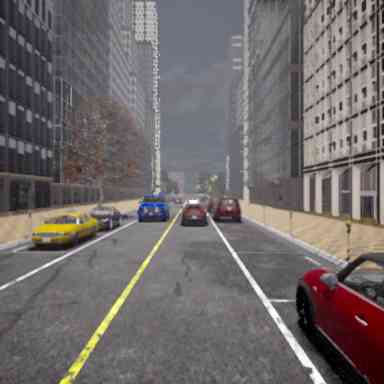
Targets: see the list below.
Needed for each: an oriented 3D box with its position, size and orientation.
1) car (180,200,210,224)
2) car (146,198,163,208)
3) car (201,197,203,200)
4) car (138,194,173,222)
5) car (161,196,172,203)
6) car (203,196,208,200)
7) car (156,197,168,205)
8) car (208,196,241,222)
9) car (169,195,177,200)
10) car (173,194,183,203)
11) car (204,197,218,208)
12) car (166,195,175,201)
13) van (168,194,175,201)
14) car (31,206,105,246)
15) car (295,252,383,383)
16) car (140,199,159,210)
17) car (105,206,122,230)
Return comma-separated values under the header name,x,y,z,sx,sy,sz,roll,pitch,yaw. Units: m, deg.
name,x,y,z,sx,sy,sz,roll,pitch,yaw
car,0.167,1.554,24.885,1.812,1.442,4.674,0,0,0
car,-5.552,1.613,49.649,1.947,1.339,4.313,0,0,0
car,0.214,1.643,41.558,1.895,1.301,4.718,0,0,0
car,-3.025,1.249,27.334,2.150,2.045,5.566,0,0,0
car,-5.490,1.604,72.418,2.008,1.369,4.403,0,0,0
car,2.799,1.354,38.230,2.192,1.841,5.009,0,0,0
car,-5.520,1.633,61.032,1.802,1.307,4.206,0,0,0
car,2.768,1.345,26.845,2.192,1.841,5.009,0,0,0
car,-5.427,1.635,95.187,1.802,1.307,4.206,0,0,0
car,-2.814,1.571,68.267,2.128,1.511,4.902,0,0,0
car,2.830,1.571,49.783,1.752,1.417,4.829,0,0,0
car,-5.458,1.599,83.802,1.887,1.381,4.507,0,0,0
van,-5.442,1.395,89.495,1.690,1.788,3.998,0,0,0
car,-5.645,1.545,15.324,1.752,1.417,4.829,0,0,0
car,2.705,1.446,4.077,1.967,1.590,4.097,0,0,0
car,-5.567,1.595,43.957,2.008,1.369,4.403,0,0,0
car,-5.629,1.576,21.188,2.008,1.369,4.403,0,0,0
